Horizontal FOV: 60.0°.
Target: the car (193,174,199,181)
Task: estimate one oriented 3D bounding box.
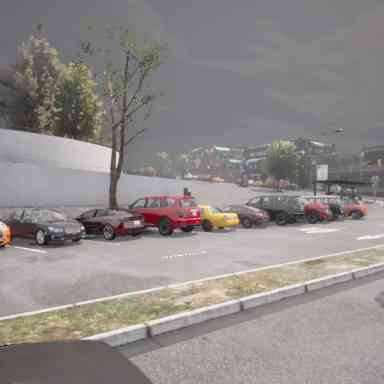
[{"bbox_3d":[3.273,-3.849,92.035,2.185,1.767,4.553,6,3,34],"label":"car"}]

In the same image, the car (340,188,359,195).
[{"bbox_3d":[27.590,0.138,57.613,2.002,1.452,4.674,7,3,35],"label":"car"}]

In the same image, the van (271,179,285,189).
[{"bbox_3d":[18.919,-1.489,69.827,1.878,1.987,4.442,7,4,35],"label":"van"}]

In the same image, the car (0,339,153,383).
[{"bbox_3d":[-2.532,1.548,1.326,5.357,1.411,2.033,0,0,-36],"label":"car"}]

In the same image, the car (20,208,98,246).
[{"bbox_3d":[-6.946,1.494,15.263,4.892,1.521,2.231,-1,-1,34],"label":"car"}]

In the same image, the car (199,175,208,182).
[{"bbox_3d":[5.069,-3.697,89.570,2.435,2.045,5.566,7,3,34],"label":"car"}]

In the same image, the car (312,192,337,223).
[{"bbox_3d":[7.777,1.268,25.684,5.566,2.045,2.435,-1,-1,35],"label":"car"}]

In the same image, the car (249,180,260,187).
[{"bbox_3d":[15.611,-1.810,75.026,1.946,1.575,5.366,7,3,35],"label":"car"}]

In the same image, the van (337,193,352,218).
[{"bbox_3d":[10.314,1.298,27.356,4.442,1.987,1.878,-1,-1,35],"label":"van"}]

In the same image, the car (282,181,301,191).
[{"bbox_3d":[20.680,-0.991,67.466,2.231,1.521,4.892,7,3,35],"label":"car"}]

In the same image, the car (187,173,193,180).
[{"bbox_3d":[1.541,-4.083,94.503,2.185,1.767,4.553,4,1,33],"label":"car"}]

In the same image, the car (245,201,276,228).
[{"bbox_3d":[2.839,1.550,22.218,4.674,1.452,2.002,-1,-1,35],"label":"car"}]

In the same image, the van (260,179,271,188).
[{"bbox_3d":[17.188,-1.762,72.297,1.878,1.987,4.442,7,4,35],"label":"van"}]

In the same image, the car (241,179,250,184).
[{"bbox_3d":[13.778,-2.042,77.345,2.002,1.452,4.674,7,4,35],"label":"car"}]

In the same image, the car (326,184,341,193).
[{"bbox_3d":[25.897,-0.424,60.084,2.435,2.045,5.566,7,3,35],"label":"car"}]

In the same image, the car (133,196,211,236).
[{"bbox_3d":[-2.084,1.249,18.759,5.566,2.045,2.435,-1,-1,34],"label":"car"}]

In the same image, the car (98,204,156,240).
[{"bbox_3d":[-4.528,1.525,17.012,4.792,1.488,2.163,-1,-1,34],"label":"car"}]

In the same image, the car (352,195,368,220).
[{"bbox_3d":[12.722,1.405,29.108,4.553,1.767,2.185,-1,-1,35],"label":"car"}]

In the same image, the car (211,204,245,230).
[{"bbox_3d":[0.234,1.504,20.588,5.366,1.575,1.946,-1,-1,35],"label":"car"}]

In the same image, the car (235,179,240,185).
[{"bbox_3d":[12.034,-2.315,79.806,2.002,1.452,4.674,7,3,35],"label":"car"}]

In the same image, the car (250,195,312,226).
[{"bbox_3d":[5.265,1.264,23.977,5.566,2.045,2.435,-1,-1,35],"label":"car"}]

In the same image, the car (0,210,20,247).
[{"bbox_3d":[-9.411,1.367,13.536,4.553,1.767,2.185,-1,-1,34],"label":"car"}]

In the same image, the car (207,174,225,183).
[{"bbox_3d":[6.922,-3.174,87.312,1.946,1.575,5.366,7,3,34],"label":"car"}]
